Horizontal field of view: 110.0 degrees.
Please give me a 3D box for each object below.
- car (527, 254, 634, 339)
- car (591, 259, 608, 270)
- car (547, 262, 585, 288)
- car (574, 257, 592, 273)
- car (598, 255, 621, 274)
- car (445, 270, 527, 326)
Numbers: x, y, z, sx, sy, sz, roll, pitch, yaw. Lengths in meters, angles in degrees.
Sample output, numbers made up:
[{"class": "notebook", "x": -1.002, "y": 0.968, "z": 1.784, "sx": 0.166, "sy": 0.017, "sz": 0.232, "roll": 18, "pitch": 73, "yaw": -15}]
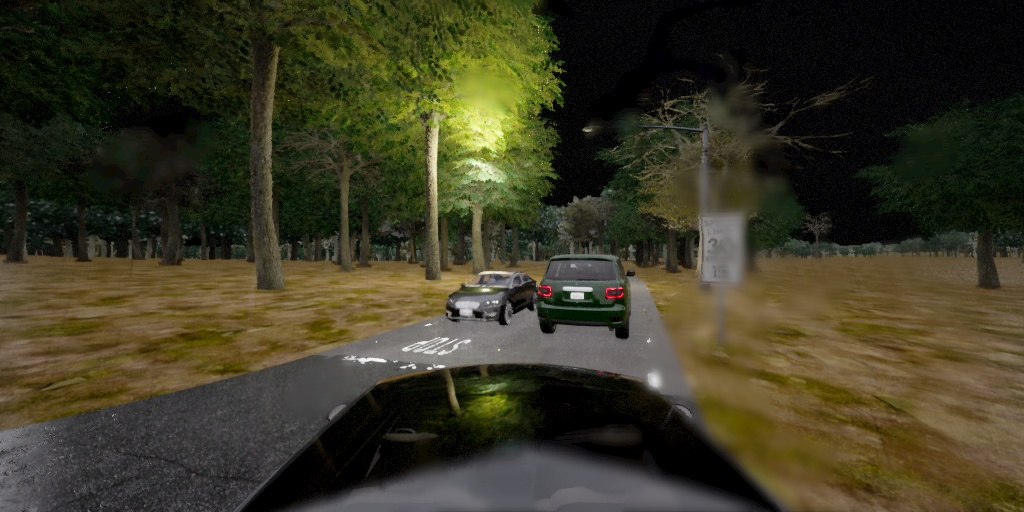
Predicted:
[{"class": "car", "x": 2.312, "y": 0.976, "z": 10.464, "sx": 2.150, "sy": 2.045, "sz": 5.566, "roll": 0, "pitch": 0, "yaw": 19}, {"class": "car", "x": 12.819, "y": 1.185, "z": 52.697, "sx": 1.812, "sy": 1.442, "sz": 4.674, "roll": -1, "pitch": 1, "yaw": 6}, {"class": "car", "x": 3.846, "y": 1.246, "z": 24.927, "sx": 1.882, "sy": 1.535, "sz": 5.008, "roll": 0, "pitch": 0, "yaw": 17}, {"class": "car", "x": 8.844, "y": 1.071, "z": 45.027, "sx": 2.097, "sy": 1.767, "sz": 4.553, "roll": 0, "pitch": 0, "yaw": 9}, {"class": "car", "x": 11.404, "y": 0.945, "z": 42.291, "sx": 2.150, "sy": 2.045, "sz": 5.566, "roll": 0, "pitch": 0, "yaw": 11}, {"class": "car", "x": -0.452, "y": 1.252, "z": 12.025, "sx": 2.128, "sy": 1.511, "sz": 4.902, "roll": 0, "pitch": 0, "yaw": 19}]
